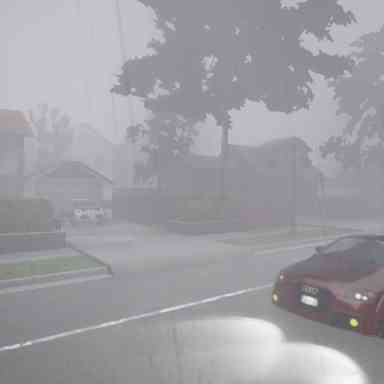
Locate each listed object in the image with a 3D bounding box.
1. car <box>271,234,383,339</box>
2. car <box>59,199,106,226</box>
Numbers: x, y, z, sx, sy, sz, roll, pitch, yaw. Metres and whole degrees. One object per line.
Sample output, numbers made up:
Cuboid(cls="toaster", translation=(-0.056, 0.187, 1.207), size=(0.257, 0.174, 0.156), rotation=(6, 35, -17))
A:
Cuboid(cls="car", translation=(3.501, 1.560, 6.489), size=(4.181, 1.385, 1.994), rotation=(0, -1, -36))
Cuboid(cls="car", translation=(-6.583, 1.168, 19.906), size=(1.970, 1.475, 3.806), rotation=(0, 0, -35))
